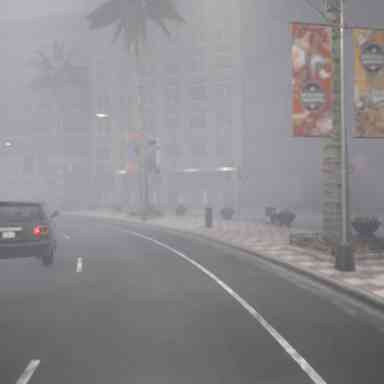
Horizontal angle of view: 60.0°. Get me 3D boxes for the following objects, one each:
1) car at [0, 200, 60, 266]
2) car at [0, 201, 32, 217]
[{"bbox_3d":[-5.948,1.291,11.628,2.150,2.045,5.566,0,0,-20],"label":"car"},{"bbox_3d":[-19.171,1.751,35.342,4.674,1.442,1.812,-1,0,35],"label":"car"}]
